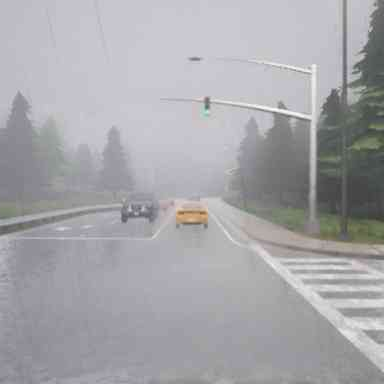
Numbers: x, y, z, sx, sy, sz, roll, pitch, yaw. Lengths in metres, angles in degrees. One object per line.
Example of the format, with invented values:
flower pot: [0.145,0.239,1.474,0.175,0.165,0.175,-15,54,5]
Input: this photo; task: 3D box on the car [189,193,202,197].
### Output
car: [0.262,1.098,51.018,2.033,1.411,5.357,0,0,2]

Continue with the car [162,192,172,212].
car: [-3.567,1.051,34.230,2.097,1.767,4.553,0,0,0]

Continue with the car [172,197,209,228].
car: [-0.002,1.295,20.458,1.882,1.535,5.008,0,0,0]

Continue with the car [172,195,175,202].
car: [-3.418,0.961,44.481,2.097,1.767,4.553,0,0,1]

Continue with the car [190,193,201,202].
car: [0.656,0.965,61.410,1.837,1.490,4.892,0,0,2]

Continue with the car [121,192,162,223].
car: [-3.617,1.010,23.936,2.150,2.045,5.566,0,0,-1]
